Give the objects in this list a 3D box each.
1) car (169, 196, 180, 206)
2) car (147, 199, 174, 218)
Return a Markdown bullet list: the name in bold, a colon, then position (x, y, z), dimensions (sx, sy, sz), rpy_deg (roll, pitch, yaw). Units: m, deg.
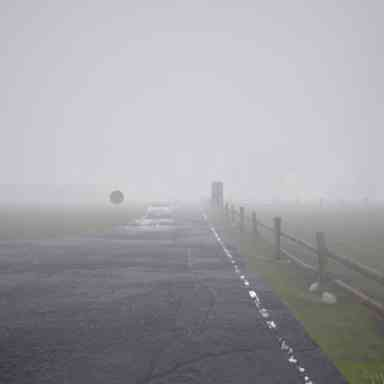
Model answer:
- **car**: position (-3.087, 1.475, 56.246), dimensions (2.128, 1.511, 4.902), rpy_deg (0, 0, 0)
- **car**: position (-2.927, 1.614, 30.445), dimensions (1.895, 1.301, 4.718), rpy_deg (0, 0, 0)
